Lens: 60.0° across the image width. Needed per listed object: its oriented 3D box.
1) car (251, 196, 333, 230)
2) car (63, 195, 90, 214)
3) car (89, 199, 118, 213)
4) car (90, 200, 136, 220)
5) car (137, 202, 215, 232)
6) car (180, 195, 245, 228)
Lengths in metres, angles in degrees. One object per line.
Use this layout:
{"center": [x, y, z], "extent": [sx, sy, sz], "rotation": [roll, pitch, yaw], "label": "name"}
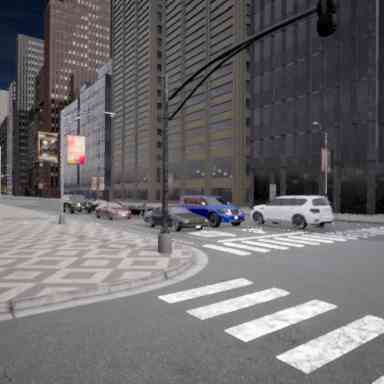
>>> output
{"center": [6.365, 1.272, 21.749], "extent": [2.150, 2.045, 5.566], "rotation": [0, 0, -36], "label": "car"}
{"center": [-13.103, 1.319, 37.471], "extent": [2.150, 2.045, 5.566], "rotation": [0, -1, -36], "label": "car"}
{"center": [-10.591, 1.647, 39.541], "extent": [1.812, 1.442, 4.674], "rotation": [0, -1, -35], "label": "car"}
{"center": [-6.879, 1.581, 28.747], "extent": [1.812, 1.442, 4.674], "rotation": [0, -1, -36], "label": "car"}
{"center": [-1.182, 1.564, 20.780], "extent": [2.033, 1.411, 5.357], "rotation": [0, -1, -35], "label": "car"}
{"center": [1.145, 1.263, 23.103], "extent": [2.150, 2.045, 5.566], "rotation": [1, -1, -36], "label": "car"}
